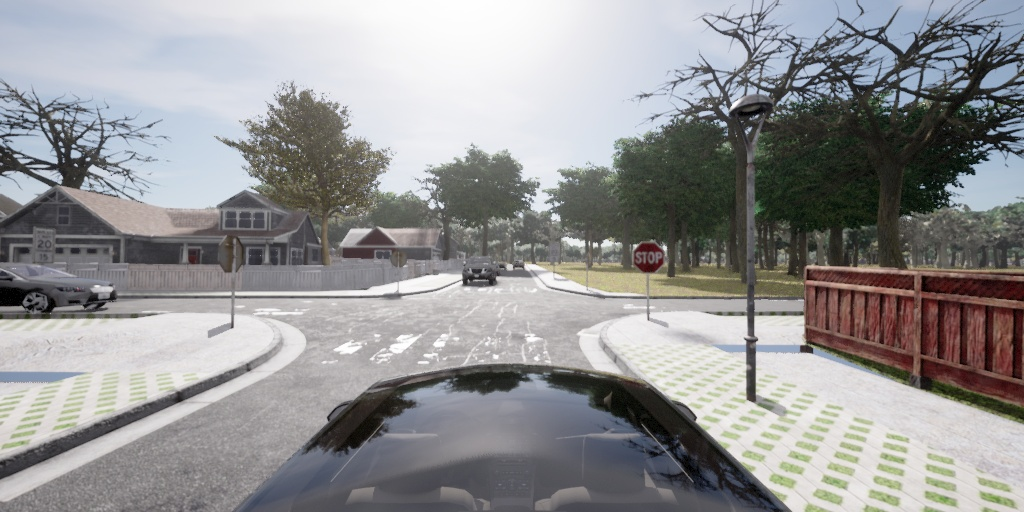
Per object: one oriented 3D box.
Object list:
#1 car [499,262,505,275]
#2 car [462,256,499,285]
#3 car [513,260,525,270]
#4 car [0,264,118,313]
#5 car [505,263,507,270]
[{"bbox_3d":[-2.174,1.376,38.454,2.033,1.411,5.357,0,0,2],"label":"car"},{"bbox_3d":[-2.373,1.010,27.167,2.150,2.045,5.566,0,0,1],"label":"car"},{"bbox_3d":[1.090,1.434,58.428,1.837,1.490,4.892,0,0,1],"label":"car"},{"bbox_3d":[-15.531,0.985,11.176,4.902,1.511,2.128,1,-2,-8],"label":"car"},{"bbox_3d":[-1.845,1.512,55.095,1.895,1.301,4.718,0,0,1],"label":"car"}]
